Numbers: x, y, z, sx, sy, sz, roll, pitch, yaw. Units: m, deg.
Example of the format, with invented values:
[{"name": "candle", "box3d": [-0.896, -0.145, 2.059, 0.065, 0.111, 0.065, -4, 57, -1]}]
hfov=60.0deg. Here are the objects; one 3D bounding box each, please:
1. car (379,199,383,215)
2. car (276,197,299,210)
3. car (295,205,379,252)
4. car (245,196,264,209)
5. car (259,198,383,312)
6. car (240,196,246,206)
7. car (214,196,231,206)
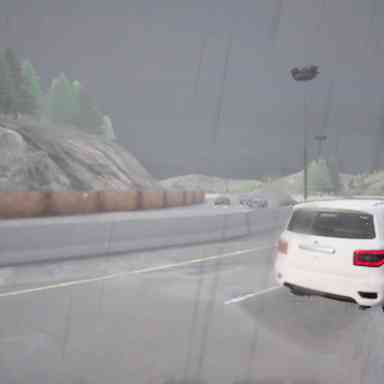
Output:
[{"name": "car", "box3d": [19.000, 1.425, 31.699, 1.895, 1.301, 4.718, 0, 0, 29]}, {"name": "car", "box3d": [11.991, 1.410, 41.516, 2.033, 1.411, 5.357, 0, 0, 24]}, {"name": "car", "box3d": [6.542, 1.441, 14.701, 1.837, 1.490, 4.892, 0, 0, 44]}, {"name": "car", "box3d": [8.677, 1.411, 42.738, 1.812, 1.442, 4.674, 0, 0, 24]}, {"name": "car", "box3d": [4.143, 1.184, 7.467, 5.566, 2.045, 2.150, -1, 0, -41]}, {"name": "car", "box3d": [8.785, 1.396, 53.134, 1.812, 1.442, 4.674, 0, 0, 16]}, {"name": "car", "box3d": [4.828, 1.408, 52.179, 1.837, 1.490, 4.892, 0, 0, 18]}]
